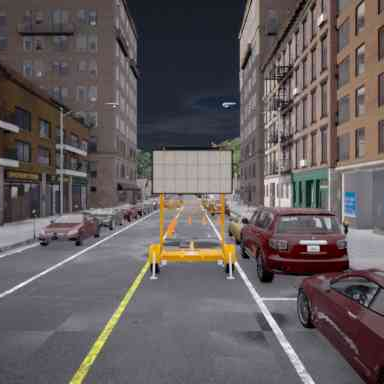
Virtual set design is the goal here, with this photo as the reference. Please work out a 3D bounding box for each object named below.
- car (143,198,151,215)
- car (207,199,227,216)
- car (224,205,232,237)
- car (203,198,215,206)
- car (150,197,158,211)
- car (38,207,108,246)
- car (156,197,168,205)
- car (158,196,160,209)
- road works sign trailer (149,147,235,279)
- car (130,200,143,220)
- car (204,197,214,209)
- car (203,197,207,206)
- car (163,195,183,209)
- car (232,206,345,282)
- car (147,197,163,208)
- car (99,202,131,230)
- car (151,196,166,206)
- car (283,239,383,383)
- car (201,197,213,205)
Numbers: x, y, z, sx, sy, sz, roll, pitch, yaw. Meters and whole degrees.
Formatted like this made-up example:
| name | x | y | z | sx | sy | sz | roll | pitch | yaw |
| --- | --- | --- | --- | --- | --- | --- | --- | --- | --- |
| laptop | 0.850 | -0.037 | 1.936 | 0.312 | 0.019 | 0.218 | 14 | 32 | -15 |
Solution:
| name | x | y | z | sx | sy | sz | roll | pitch | yaw |
| --- | --- | --- | --- | --- | --- | --- | --- | --- | --- |
| car | -5.362 | 1.565 | 31.701 | 1.947 | 1.339 | 4.313 | 0 | 0 | 0 |
| car | 2.663 | 1.581 | 31.698 | 1.802 | 1.307 | 4.206 | 0 | 0 | 0 |
| car | 2.645 | 1.524 | 15.311 | 1.752 | 1.417 | 4.829 | 0 | 0 | 0 |
| car | 2.680 | 1.593 | 53.771 | 1.802 | 1.307 | 4.206 | 0 | 0 | 0 |
| car | -5.358 | 1.551 | 37.219 | 2.008 | 1.369 | 4.403 | 0 | 0 | 0 |
| car | -5.375 | 1.581 | 15.144 | 1.802 | 1.307 | 4.206 | 0 | 0 | 0 |
| car | -5.341 | 1.597 | 59.294 | 1.802 | 1.307 | 4.206 | 0 | 0 | 0 |
| car | -5.354 | 1.443 | 42.738 | 1.967 | 1.590 | 4.097 | 0 | 0 | 0 |
| road works sign trailer | 0.008 | 0.464 | 9.995 | 2.380 | 3.560 | 2.880 | 0 | 0 | 0 |
| car | -5.367 | 1.543 | 26.182 | 1.887 | 1.381 | 4.507 | 0 | 0 | 0 |
| car | 2.667 | 1.582 | 37.216 | 1.802 | 1.307 | 4.206 | 0 | 0 | 0 |
| car | 2.671 | 1.528 | 42.905 | 1.752 | 1.417 | 4.829 | 0 | 0 | 0 |
| car | -2.807 | 1.357 | 46.481 | 2.097 | 1.767 | 4.553 | 0 | 0 | 0 |
| car | 2.645 | 1.314 | 9.625 | 2.192 | 1.841 | 5.009 | 0 | 0 | 0 |
| car | -5.350 | 1.532 | 48.086 | 1.752 | 1.417 | 4.829 | 0 | 0 | 0 |
| car | -5.371 | 1.550 | 20.663 | 2.008 | 1.369 | 4.403 | 0 | 0 | 0 |
| car | -5.345 | 1.451 | 53.775 | 1.967 | 1.590 | 4.097 | 0 | 0 | 0 |
| car | 2.641 | 1.582 | 4.107 | 1.802 | 1.307 | 4.206 | 0 | 0 | 0 |
| car | 2.685 | 1.581 | 59.289 | 1.947 | 1.339 | 4.313 | 0 | 0 | 0 |
